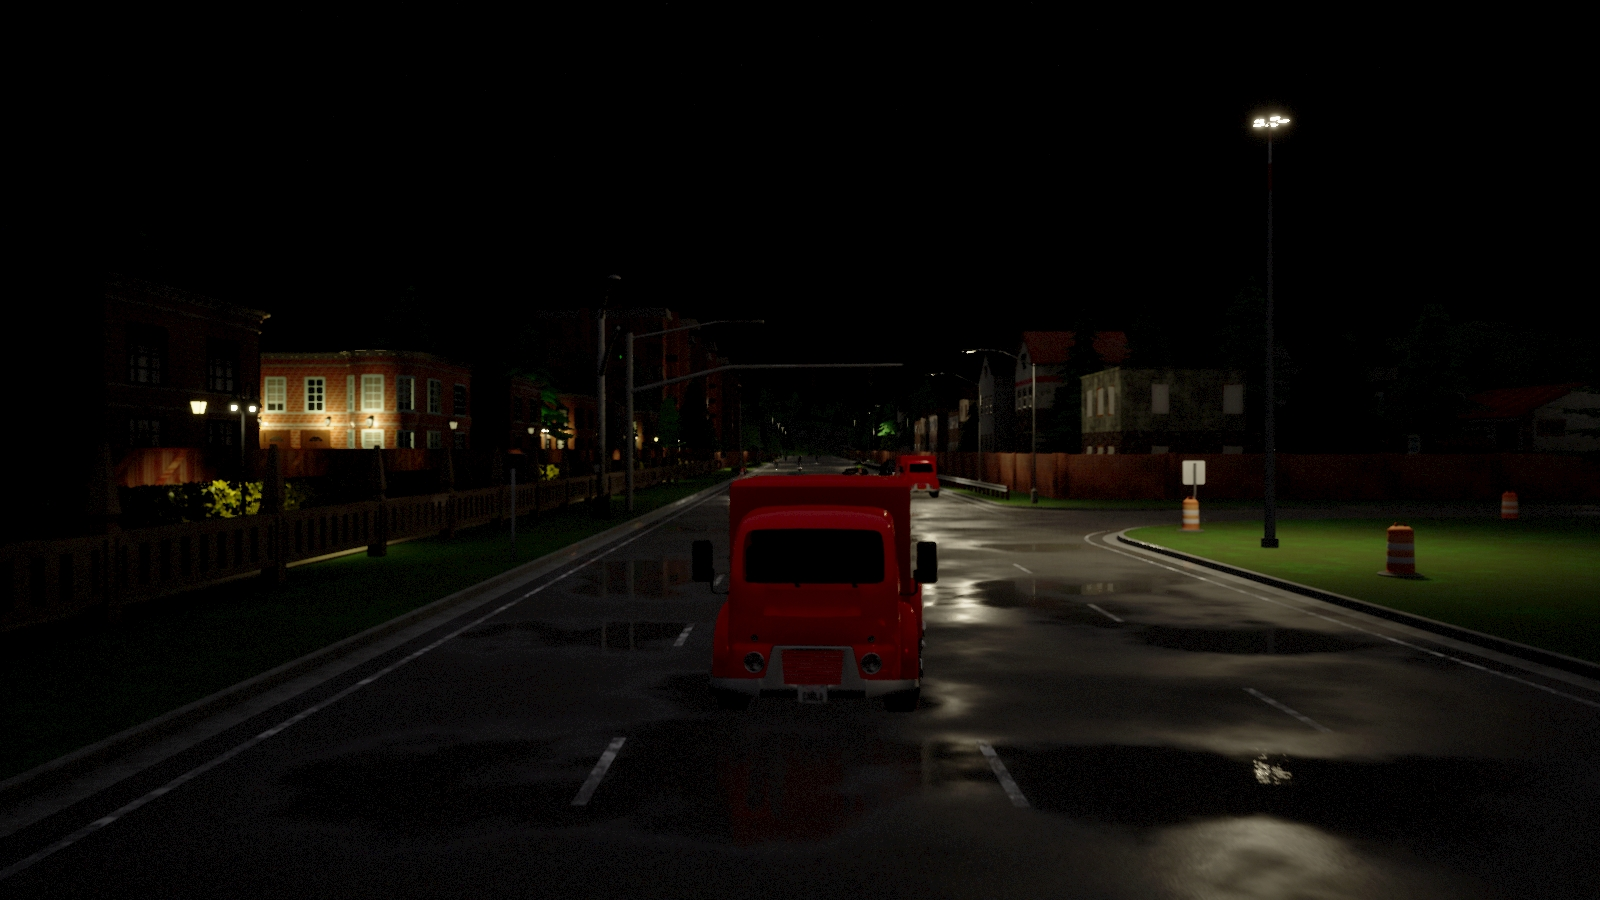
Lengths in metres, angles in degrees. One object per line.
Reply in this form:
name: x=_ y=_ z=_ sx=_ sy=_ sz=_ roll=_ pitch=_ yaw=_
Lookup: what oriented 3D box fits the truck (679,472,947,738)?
truck: x=0.260 y=1.562 z=13.811 sx=2.627 sy=2.467 sz=5.204 roll=0 pitch=0 yaw=3
